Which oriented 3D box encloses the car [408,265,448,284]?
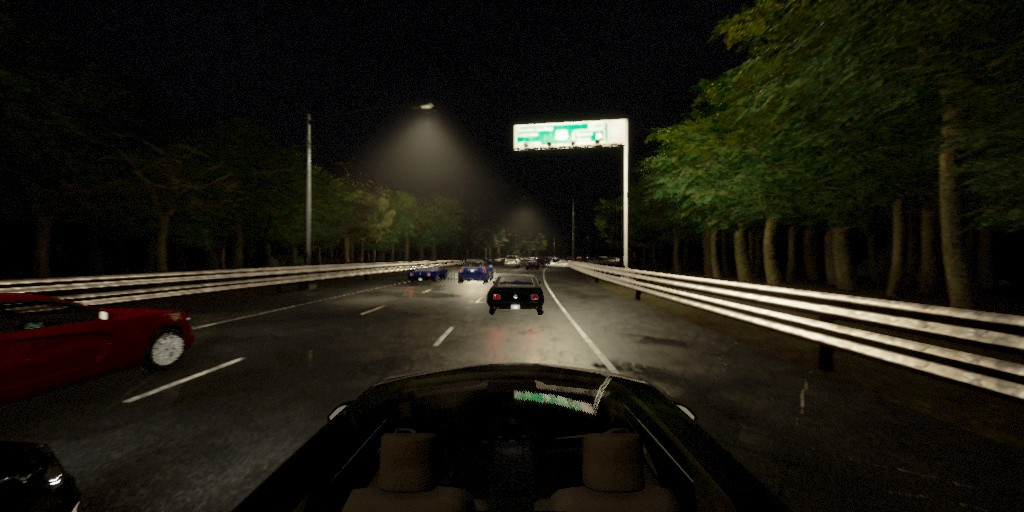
[{"bbox_3d":[-6.241,1.334,27.250,1.895,1.301,4.718,0,0,4],"label":"car"}]

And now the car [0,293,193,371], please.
[{"bbox_3d":[-6.898,1.202,4.602,1.882,1.535,5.008,0,0,1],"label":"car"}]

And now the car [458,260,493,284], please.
[{"bbox_3d":[-2.635,1.092,27.208,2.097,1.767,4.553,0,0,3],"label":"car"}]

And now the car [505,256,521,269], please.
[{"bbox_3d":[0.233,0.952,58.359,2.150,2.045,5.566,0,0,8],"label":"car"}]

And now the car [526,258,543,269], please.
[{"bbox_3d":[3.184,1.286,53.935,2.033,1.411,5.357,0,0,7],"label":"car"}]

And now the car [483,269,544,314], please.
[{"bbox_3d":[0.182,1.351,13.755,1.895,1.301,4.718,0,0,2],"label":"car"}]
